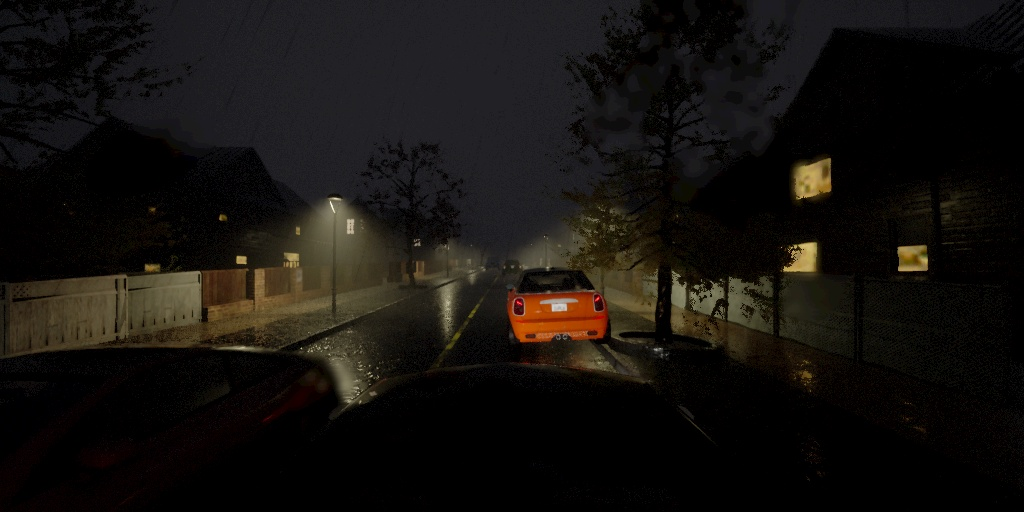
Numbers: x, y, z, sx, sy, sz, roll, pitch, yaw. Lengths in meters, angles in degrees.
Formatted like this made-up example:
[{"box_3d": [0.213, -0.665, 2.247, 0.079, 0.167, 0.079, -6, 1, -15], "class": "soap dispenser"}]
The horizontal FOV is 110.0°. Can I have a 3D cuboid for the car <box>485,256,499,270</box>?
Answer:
[{"box_3d": [-2.788, 1.078, 53.630, 2.150, 2.045, 5.566, 0, 0, 0], "class": "car"}]

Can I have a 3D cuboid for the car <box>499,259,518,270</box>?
[{"box_3d": [0.053, 1.163, 37.944, 2.097, 1.767, 4.553, 0, 0, 0], "class": "car"}]

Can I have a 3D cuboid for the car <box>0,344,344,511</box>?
[{"box_3d": [-2.748, 1.314, 2.071, 1.994, 1.385, 4.181, 0, 0, 0], "class": "car"}]

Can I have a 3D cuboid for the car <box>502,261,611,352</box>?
[{"box_3d": [0.919, 1.060, 9.113, 2.097, 1.767, 4.553, -3, -1, 0], "class": "car"}]
